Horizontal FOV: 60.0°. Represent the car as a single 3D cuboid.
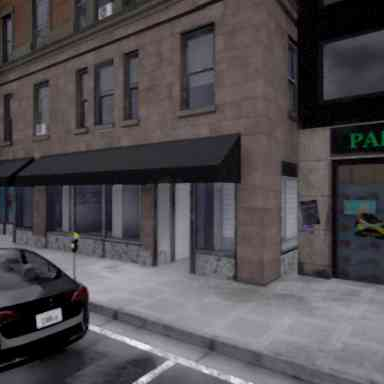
[{"bbox_3d":[-3.426,1.569,5.256,4.313,1.339,1.947,0,0,36],"label":"car"}]
